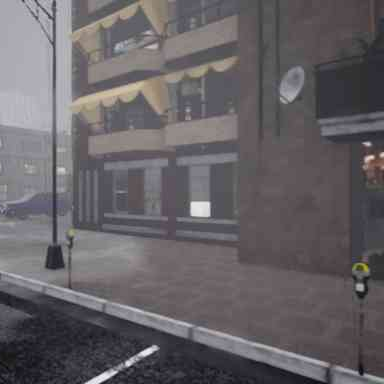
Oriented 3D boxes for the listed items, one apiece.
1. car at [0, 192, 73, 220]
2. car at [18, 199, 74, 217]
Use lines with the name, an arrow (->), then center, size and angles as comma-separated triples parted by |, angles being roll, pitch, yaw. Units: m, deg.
car -> -12.524, 1.050, 27.126 | 2.150, 2.045, 5.566 | 0, 1, 36
car -> -13.281, 1.375, 30.512 | 1.947, 1.339, 4.313 | 1, 1, 35
